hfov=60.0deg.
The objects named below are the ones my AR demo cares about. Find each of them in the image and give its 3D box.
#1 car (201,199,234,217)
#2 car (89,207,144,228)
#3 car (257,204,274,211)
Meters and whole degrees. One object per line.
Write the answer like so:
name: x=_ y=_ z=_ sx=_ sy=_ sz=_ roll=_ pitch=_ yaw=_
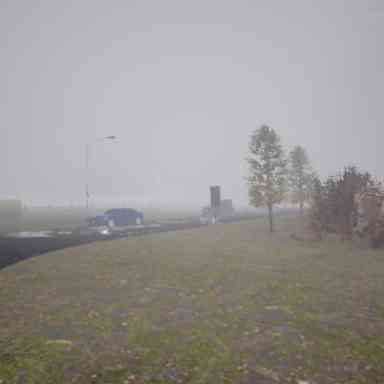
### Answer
car: x=3.270 y=1.946 z=41.535 sx=2.150 sy=2.045 sz=5.566 roll=-2 pitch=-2 yaw=32
car: x=-5.987 y=1.980 z=26.729 sx=1.882 sy=1.535 sz=5.008 roll=-2 pitch=-2 yaw=31
car: x=12.416 y=2.409 z=56.129 sx=2.033 sy=1.411 sz=5.357 roll=-2 pitch=-2 yaw=32
